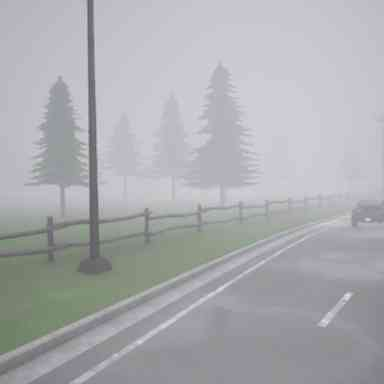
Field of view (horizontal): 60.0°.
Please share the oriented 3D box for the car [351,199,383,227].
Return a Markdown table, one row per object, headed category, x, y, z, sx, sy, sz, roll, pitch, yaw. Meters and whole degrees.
| category | x | y | z | sx | sy | sz | roll | pitch | yaw |
| --- | --- | --- | --- | --- | --- | --- | --- | --- | --- |
| car | 10.379 | 1.143 | 18.819 | 1.837 | 1.490 | 4.892 | 0 | 0 | 37 |
